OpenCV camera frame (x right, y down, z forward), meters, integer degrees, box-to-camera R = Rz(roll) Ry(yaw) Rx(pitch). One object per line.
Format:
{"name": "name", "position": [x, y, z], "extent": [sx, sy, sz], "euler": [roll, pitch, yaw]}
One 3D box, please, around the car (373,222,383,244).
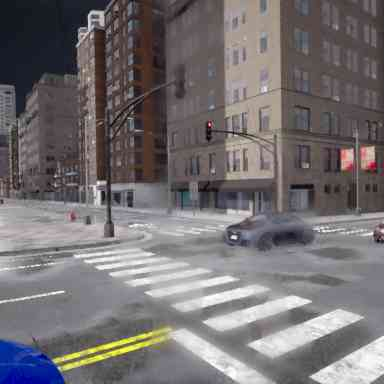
{"name": "car", "position": [9.919, 1.526, 14.752], "extent": [4.674, 1.442, 1.812], "euler": [0, 0, -36]}

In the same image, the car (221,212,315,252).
{"name": "car", "position": [3.245, 1.563, 13.982], "extent": [4.181, 1.385, 1.994], "euler": [0, 0, -35]}

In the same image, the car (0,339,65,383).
{"name": "car", "position": [-3.077, 1.478, 1.253], "extent": [5.008, 1.535, 1.882], "euler": [0, 0, -35]}
